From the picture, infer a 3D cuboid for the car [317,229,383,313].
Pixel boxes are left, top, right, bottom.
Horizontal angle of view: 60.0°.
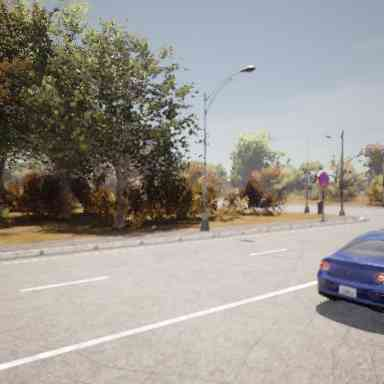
[{"bbox_3d":[4.507,1.512,6.966,4.674,1.442,1.812,0,0,-36],"label":"car"}]
